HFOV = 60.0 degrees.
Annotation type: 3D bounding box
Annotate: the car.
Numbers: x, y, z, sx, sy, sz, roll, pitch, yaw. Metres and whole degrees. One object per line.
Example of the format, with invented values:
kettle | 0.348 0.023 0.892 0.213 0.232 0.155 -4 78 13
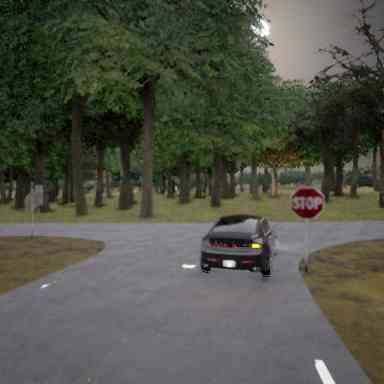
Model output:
car | 1.602 1.444 10.263 1.837 1.490 4.892 0 1 17
